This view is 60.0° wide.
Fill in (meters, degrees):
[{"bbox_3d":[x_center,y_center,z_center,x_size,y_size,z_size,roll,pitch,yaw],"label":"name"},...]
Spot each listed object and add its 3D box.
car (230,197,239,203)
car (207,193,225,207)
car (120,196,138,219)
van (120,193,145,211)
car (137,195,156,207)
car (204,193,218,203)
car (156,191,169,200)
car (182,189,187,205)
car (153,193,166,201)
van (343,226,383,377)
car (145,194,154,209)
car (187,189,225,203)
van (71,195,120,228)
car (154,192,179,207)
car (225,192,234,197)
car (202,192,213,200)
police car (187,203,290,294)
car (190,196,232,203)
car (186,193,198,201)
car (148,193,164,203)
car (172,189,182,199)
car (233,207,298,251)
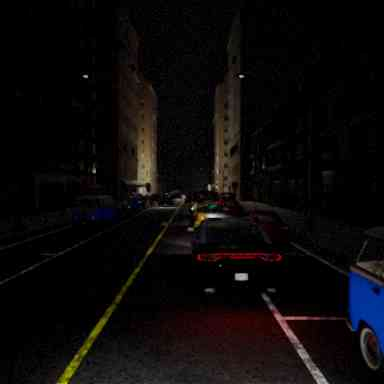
[{"bbox_3d":[2.881,1.258,24.882,1.802,1.307,4.206,0,1,0],"label":"car"},{"bbox_3d":[2.897,0.906,41.383,1.967,1.590,4.097,0,1,0],"label":"car"},{"bbox_3d":[-5.645,1.227,24.890,2.008,1.369,4.403,0,1,0],"label":"car"},{"bbox_3d":[-5.640,0.947,30.388,1.690,1.788,3.998,0,1,0],"label":"van"},{"bbox_3d":[-5.628,1.048,41.394,1.802,1.307,4.206,0,1,0],"label":"car"},{"bbox_3d":[2.908,0.878,52.386,2.008,1.369,4.403,0,1,0],"label":"car"},{"bbox_3d":[-5.606,0.630,63.396,1.967,1.590,4.097,0,1,0],"label":"car"},{"bbox_3d":[0.062,0.766,45.489,2.097,1.767,4.553,0,1,0],"label":"car"},{"bbox_3d":[-5.612,0.841,57.896,1.802,1.307,4.206,0,1,0],"label":"car"},{"bbox_3d":[2.858,1.302,2.875,1.690,1.788,3.998,0,1,0],"label":"van"},{"bbox_3d":[-5.634,1.101,35.892,1.947,1.339,4.313,0,1,0],"label":"car"},{"bbox_3d":[0.924,0.905,24.583,2.150,2.045,5.566,0,1,0],"label":"car"},{"bbox_3d":[-5.651,1.088,19.388,1.690,1.788,3.998,0,1,0],"label":"van"},{"bbox_3d":[-3.058,1.020,40.827,2.033,1.411,5.357,0,1,0],"label":"car"},{"bbox_3d":[2.886,0.921,30.379,2.192,1.841,5.009,0,1,0],"label":"car"},{"bbox_3d":[2.920,0.756,63.388,1.947,1.339,4.313,0,1,0],"label":"car"},{"bbox_3d":[0.908,1.311,8.666,1.930,1.638,5.238,0,1,0],"label":"police car"},{"bbox_3d":[0.918,1.211,18.746,1.801,1.575,5.366,0,1,0],"label":"car"},{"bbox_3d":[0.059,0.810,58.896,1.994,1.385,4.181,0,1,0],"label":"car"},{"bbox_3d":[-5.617,0.893,52.395,1.947,1.339,4.313,0,1,0],"label":"car"},{"bbox_3d":[-2.929,0.705,66.068,2.033,1.411,5.357,0,1,0],"label":"car"},{"bbox_3d":[2.869,1.400,13.880,1.802,1.307,4.206,0,1,0],"label":"car"}]
